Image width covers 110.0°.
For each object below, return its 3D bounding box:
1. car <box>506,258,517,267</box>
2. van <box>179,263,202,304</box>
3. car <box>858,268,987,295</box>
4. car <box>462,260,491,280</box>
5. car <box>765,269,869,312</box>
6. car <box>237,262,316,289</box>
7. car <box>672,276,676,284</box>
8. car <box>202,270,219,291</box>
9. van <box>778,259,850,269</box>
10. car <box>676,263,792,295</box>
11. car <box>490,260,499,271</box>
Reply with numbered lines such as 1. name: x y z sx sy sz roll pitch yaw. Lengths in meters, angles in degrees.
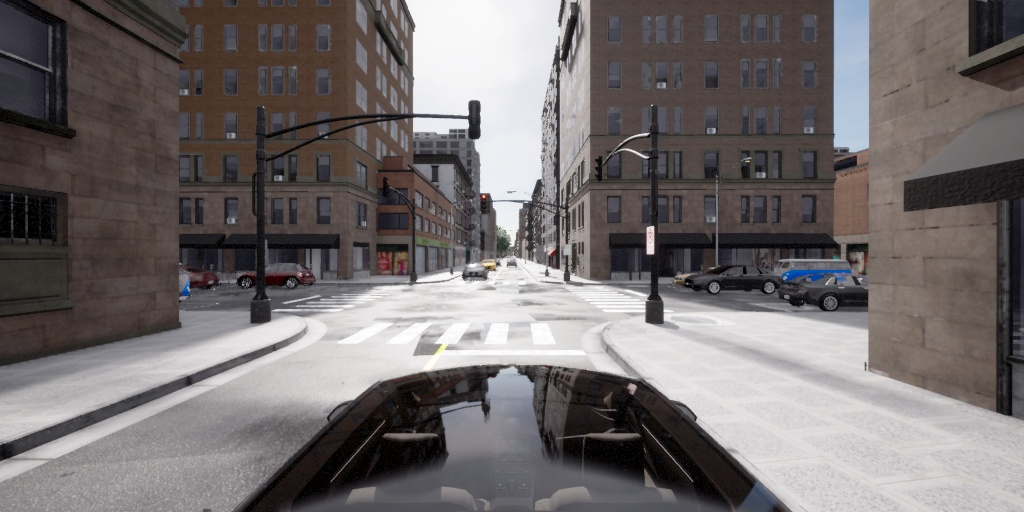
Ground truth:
1. car: -0.038 1.260 63.733 2.033 1.411 5.357 0 0 0
2. van: -14.681 1.089 13.726 3.998 1.789 1.690 0 0 1
3. car: 21.951 1.346 19.324 4.718 1.301 1.895 0 0 1
4. car: -3.099 1.305 30.708 1.994 1.385 4.181 0 0 0
5. car: 12.514 1.305 13.460 4.403 1.370 2.007 0 0 1
6. car: -14.615 1.172 22.251 4.097 1.591 1.967 0 0 1
7. car: 12.410 1.264 21.986 4.829 1.417 1.751 0 0 1
8. car: -18.822 1.261 19.706 4.674 1.442 1.812 0 0 1
9. van: 18.249 1.080 21.929 3.998 1.789 1.690 0 0 1
10. car: 11.918 1.248 19.434 4.892 1.490 1.837 0 0 -1
11. car: -3.125 1.208 47.344 1.882 1.535 5.008 0 0 0
